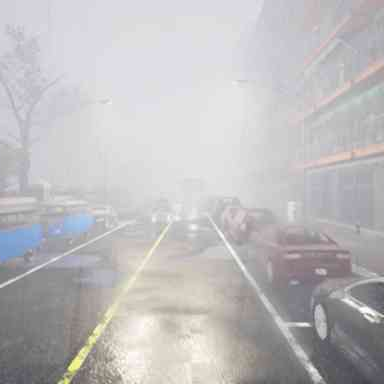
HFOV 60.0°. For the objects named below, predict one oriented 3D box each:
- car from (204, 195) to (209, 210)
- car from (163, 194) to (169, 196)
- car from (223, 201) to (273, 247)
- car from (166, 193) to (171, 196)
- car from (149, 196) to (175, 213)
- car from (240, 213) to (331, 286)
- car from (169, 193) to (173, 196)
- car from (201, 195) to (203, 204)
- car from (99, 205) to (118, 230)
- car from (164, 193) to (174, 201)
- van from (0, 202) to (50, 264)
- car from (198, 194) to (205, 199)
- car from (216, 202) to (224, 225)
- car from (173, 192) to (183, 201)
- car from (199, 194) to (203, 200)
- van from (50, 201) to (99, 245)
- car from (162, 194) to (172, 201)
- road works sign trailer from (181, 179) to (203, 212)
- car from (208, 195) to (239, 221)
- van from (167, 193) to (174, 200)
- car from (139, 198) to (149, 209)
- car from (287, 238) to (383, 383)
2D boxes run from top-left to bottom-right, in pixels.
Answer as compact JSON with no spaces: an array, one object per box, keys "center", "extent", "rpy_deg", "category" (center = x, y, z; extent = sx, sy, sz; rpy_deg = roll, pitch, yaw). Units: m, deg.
[{"center":[2.683,1.345,37.330],"extent":[1.967,1.590,4.097],"rpy_deg":[0,0,0],"category":"car"},{"center":[-5.703,1.424,59.852],"extent":[1.947,1.339,4.313],"rpy_deg":[0,0,0],"category":"car"},{"center":[2.689,1.396,14.809],"extent":[1.967,1.590,4.097],"rpy_deg":[0,0,0],"category":"car"},{"center":[-5.705,1.428,65.482],"extent":[1.802,1.307,4.206],"rpy_deg":[0,0,0],"category":"car"},{"center":[-3.101,1.434,35.042],"extent":[1.812,1.442,4.674],"rpy_deg":[0,0,0],"category":"car"},{"center":[2.690,1.516,9.181],"extent":[1.887,1.381,4.507],"rpy_deg":[0,0,0],"category":"car"},{"center":[-5.706,1.382,71.110],"extent":[1.887,1.381,4.507],"rpy_deg":[0,0,0],"category":"car"},{"center":[2.680,1.447,48.592],"extent":[1.947,1.339,4.313],"rpy_deg":[0,0,0],"category":"car"},{"center":[-5.693,1.491,20.438],"extent":[2.008,1.369,4.403],"rpy_deg":[0,0,0],"category":"car"},{"center":[-5.709,1.144,82.370],"extent":[2.192,1.841,5.009],"rpy_deg":[0,0,0],"category":"car"},{"center":[-5.690,1.312,9.178],"extent":[1.690,1.788,3.998],"rpy_deg":[0,0,0],"category":"van"},{"center":[2.668,1.263,93.633],"extent":[1.967,1.590,4.097],"rpy_deg":[0,0,0],"category":"car"},{"center":[2.687,1.523,20.441],"extent":[1.802,1.307,4.206],"rpy_deg":[0,0,0],"category":"car"},{"center":[-3.017,1.002,75.789],"extent":[2.150,2.045,5.566],"rpy_deg":[0,0,0],"category":"car"},{"center":[2.679,1.421,54.222],"extent":[2.008,1.369,4.403],"rpy_deg":[0,0,0],"category":"car"},{"center":[-5.691,1.296,14.807],"extent":[1.690,1.788,3.998],"rpy_deg":[0,0,0],"category":"van"},{"center":[-5.707,1.272,76.738],"extent":[1.967,1.590,4.097],"rpy_deg":[0,0,0],"category":"car"},{"center":[-0.008,0.370,36.778],"extent":[2.380,3.560,2.880],"rpy_deg":[0,0,0],"category":"road works sign trailer"},{"center":[2.686,1.243,26.070],"extent":[2.192,1.841,5.009],"rpy_deg":[0,0,0],"category":"car"},{"center":[-5.710,1.167,88.000],"extent":[1.690,1.788,3.998],"rpy_deg":[0,0,0],"category":"van"},{"center":[-5.699,1.418,42.790],"extent":[1.752,1.417,4.829],"rpy_deg":[0,0,0],"category":"car"},{"center":[2.691,1.539,3.551],"extent":[2.008,1.369,4.403],"rpy_deg":[0,0,0],"category":"car"}]
